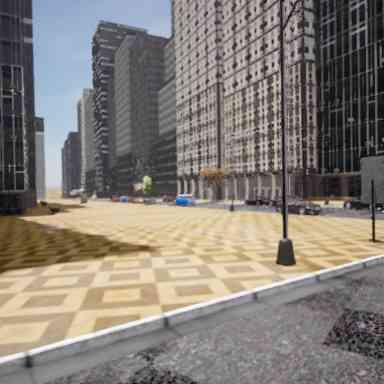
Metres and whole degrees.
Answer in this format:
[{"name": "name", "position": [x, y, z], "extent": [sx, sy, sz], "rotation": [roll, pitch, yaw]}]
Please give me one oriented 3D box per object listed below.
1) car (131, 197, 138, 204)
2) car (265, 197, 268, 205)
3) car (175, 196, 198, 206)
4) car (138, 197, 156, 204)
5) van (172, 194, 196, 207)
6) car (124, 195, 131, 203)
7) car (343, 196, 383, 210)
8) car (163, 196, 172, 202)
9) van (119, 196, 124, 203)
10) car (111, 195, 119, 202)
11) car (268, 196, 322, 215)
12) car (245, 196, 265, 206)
[{"name": "car", "position": [-10.456, 1.736, 68.167], "extent": [1.752, 1.417, 4.829], "rotation": [-3, 0, -25]}, {"name": "car", "position": [11.524, 1.146, 41.438], "extent": [1.947, 1.339, 4.313], "rotation": [-3, 0, -25]}, {"name": "car", "position": [-1.005, 1.407, 54.472], "extent": [1.882, 1.535, 5.008], "rotation": [-1, 0, -25]}, {"name": "car", "position": [-8.113, 1.687, 63.240], "extent": [2.008, 1.369, 4.403], "rotation": [-2, 0, -25]}, {"name": "van", "position": [-0.879, 1.252, 47.999], "extent": [1.690, 1.788, 3.998], "rotation": [-2, 0, -25]}, {"name": "car", "position": [-12.941, 1.835, 73.401], "extent": [1.887, 1.381, 4.507], "rotation": [-3, 0, -25]}, {"name": "car", "position": [16.352, 0.989, 31.277], "extent": [2.008, 1.369, 4.403], "rotation": [-3, 0, -25]}, {"name": "car", "position": [-5.374, 1.687, 77.000], "extent": [1.802, 1.307, 4.206], "rotation": [-3, 0, -25]}, {"name": "van", "position": [-15.363, 1.710, 78.480], "extent": [1.690, 1.788, 3.998], "rotation": [-3, 0, -25]}, {"name": "car", "position": [-20.183, 2.072, 88.641], "extent": [1.887, 1.381, 4.507], "rotation": [-3, 0, -25]}, {"name": "car", "position": [8.786, 1.175, 27.678], "extent": [2.008, 1.369, 4.403], "rotation": [-2, 0, -25]}, {"name": "car", "position": [9.110, 1.218, 46.518], "extent": [1.947, 1.339, 4.313], "rotation": [-3, 0, -25]}]
